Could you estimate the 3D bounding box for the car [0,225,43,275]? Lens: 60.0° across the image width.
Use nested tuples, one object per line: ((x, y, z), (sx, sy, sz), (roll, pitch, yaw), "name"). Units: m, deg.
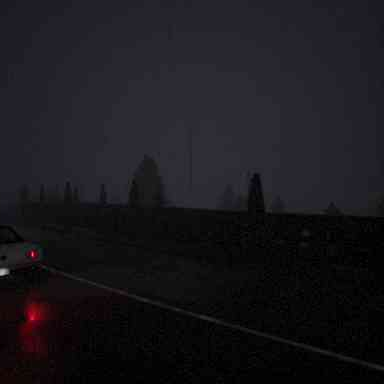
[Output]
((-6.063, 1.582, 9.301), (4.718, 1.301, 1.895), (0, 0, 43), "car")
